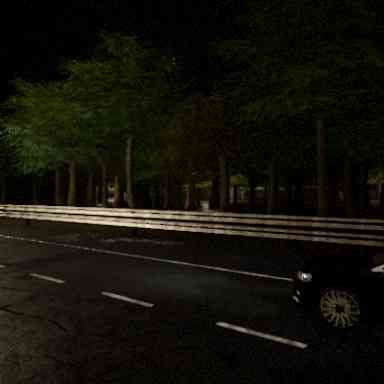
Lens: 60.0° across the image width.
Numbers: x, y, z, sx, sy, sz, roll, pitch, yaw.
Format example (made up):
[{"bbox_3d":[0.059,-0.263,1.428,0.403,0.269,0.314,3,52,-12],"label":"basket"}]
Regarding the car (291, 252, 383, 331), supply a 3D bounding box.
[{"bbox_3d":[4.104,1.492,5.241,4.902,1.511,2.128,0,0,36],"label":"car"}]
